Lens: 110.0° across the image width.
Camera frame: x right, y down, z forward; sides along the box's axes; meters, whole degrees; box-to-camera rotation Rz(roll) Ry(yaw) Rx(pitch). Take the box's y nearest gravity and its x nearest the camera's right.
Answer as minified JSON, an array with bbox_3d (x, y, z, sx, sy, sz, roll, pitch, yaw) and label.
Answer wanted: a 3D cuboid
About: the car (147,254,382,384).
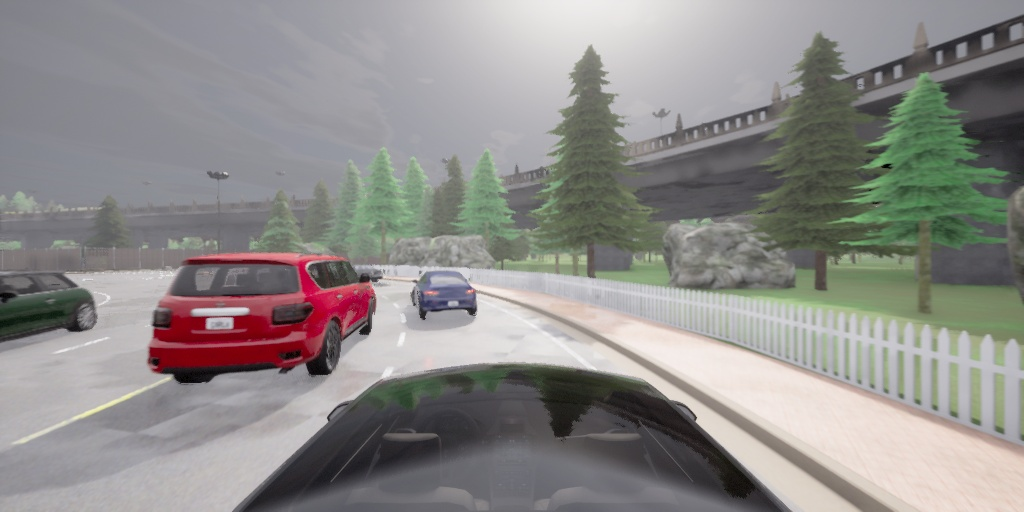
[{"bbox_3d":[-4.349,0.976,7.367,2.150,2.045,5.566,0,0,-11],"label":"car"}]

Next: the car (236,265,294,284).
[{"bbox_3d":[-19.139,1.366,27.691,4.718,1.301,1.895,0,0,31],"label":"car"}]

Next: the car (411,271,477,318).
[{"bbox_3d":[-2.510,1.249,12.845,1.812,1.442,4.674,0,0,-19],"label":"car"}]

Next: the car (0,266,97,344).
[{"bbox_3d":[-11.865,1.149,7.784,2.097,1.767,4.553,-1,0,-20],"label":"car"}]
